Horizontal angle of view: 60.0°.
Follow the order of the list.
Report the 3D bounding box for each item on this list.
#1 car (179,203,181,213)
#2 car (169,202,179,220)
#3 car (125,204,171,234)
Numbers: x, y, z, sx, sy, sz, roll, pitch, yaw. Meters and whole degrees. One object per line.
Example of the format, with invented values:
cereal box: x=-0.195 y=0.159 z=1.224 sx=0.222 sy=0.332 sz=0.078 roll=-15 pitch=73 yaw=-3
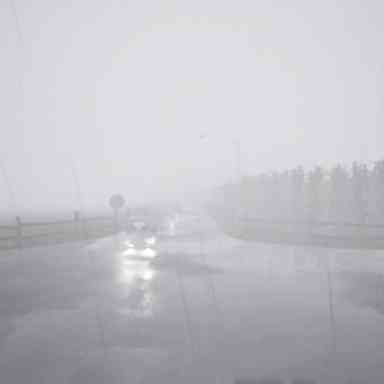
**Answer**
car: x=-2.515 y=2.107 z=46.450 sx=2.128 sy=1.511 sz=4.902 roll=0 pitch=-1 yaw=1
car: x=-2.606 y=1.961 z=33.410 sx=1.812 sy=1.442 sz=4.674 roll=0 pitch=-1 yaw=0
car: x=-2.876 y=1.763 z=21.153 sx=2.128 sy=1.511 sz=4.902 roll=0 pitch=-1 yaw=3
